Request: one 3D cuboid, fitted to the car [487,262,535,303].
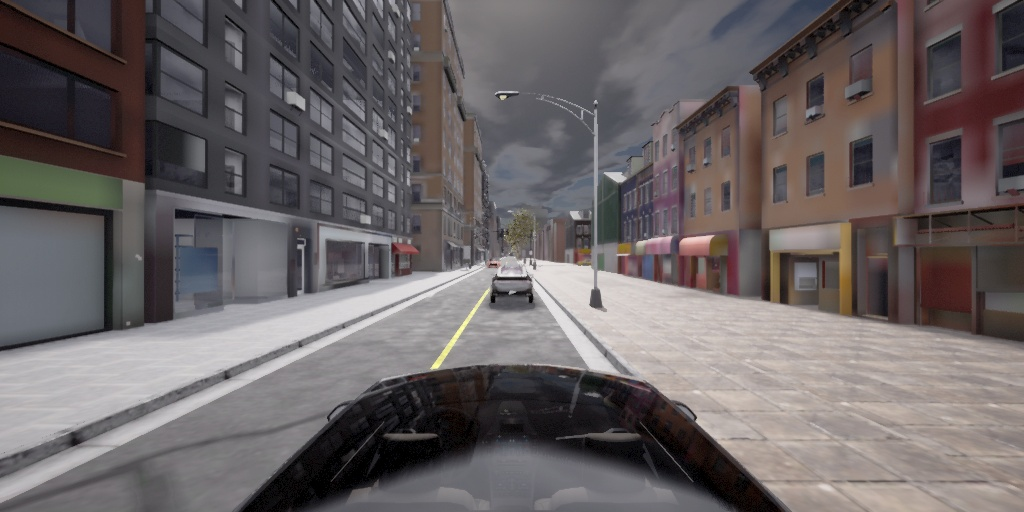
[{"bbox_3d":[0.000,1.227,16.498,2.128,1.511,4.902,0,0,0],"label":"car"}]

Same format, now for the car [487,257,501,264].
[{"bbox_3d":[-2.750,1.021,55.527,2.097,1.767,4.553,0,0,0],"label":"car"}]

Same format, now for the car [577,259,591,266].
[{"bbox_3d":[13.885,1.180,63.247,4.829,1.417,1.751,0,0,0],"label":"car"}]
